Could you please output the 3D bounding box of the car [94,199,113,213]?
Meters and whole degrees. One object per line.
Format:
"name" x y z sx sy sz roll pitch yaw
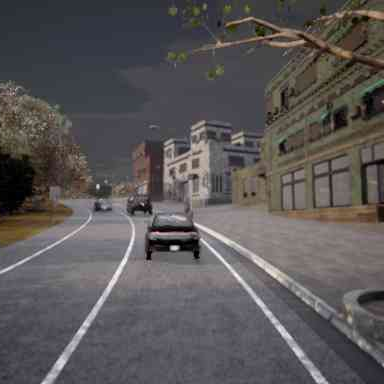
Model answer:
"car" -10.266 1.534 38.455 2.128 1.511 4.902 2 -1 -20

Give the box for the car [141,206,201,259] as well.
"car" -0.807 1.524 12.724 2.128 1.511 4.902 0 0 -6

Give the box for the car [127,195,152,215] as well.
"car" -5.664 1.350 35.631 2.150 2.045 5.566 2 -1 -17
